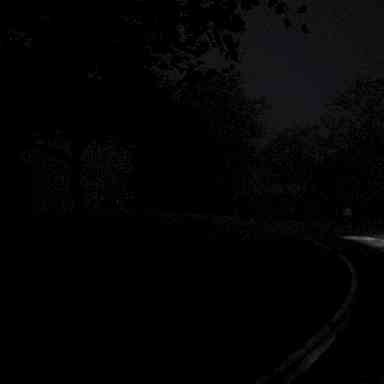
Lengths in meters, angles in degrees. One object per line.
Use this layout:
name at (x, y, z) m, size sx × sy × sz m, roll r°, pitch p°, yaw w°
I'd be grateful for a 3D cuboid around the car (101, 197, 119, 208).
car at (-11.428, 1.444, 46.197) m, size 2.128 × 1.511 × 4.902 m, roll 1°, pitch 0°, yaw -25°

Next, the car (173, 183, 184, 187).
car at (-4.077, -1.369, 90.944) m, size 2.128 × 1.511 × 4.902 m, roll 1°, pitch 5°, yaw 21°
